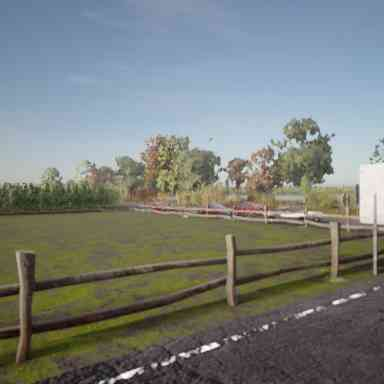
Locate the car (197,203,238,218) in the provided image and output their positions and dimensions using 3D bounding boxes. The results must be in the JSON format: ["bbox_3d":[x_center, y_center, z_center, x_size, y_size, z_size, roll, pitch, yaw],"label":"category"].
[{"bbox_3d":[2.348,1.881,35.120,1.812,1.442,4.674,-1,0,-34],"label":"car"}]

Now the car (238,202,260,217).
[{"bbox_3d":[5.703,1.831,35.348,1.812,1.442,4.674,-1,0,-35],"label":"car"}]

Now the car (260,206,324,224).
[{"bbox_3d":[8.109,1.817,26.803,1.895,1.301,4.718,-1,0,-35],"label":"car"}]

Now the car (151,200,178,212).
[{"bbox_3d":[-3.514,1.979,44.588,1.882,1.535,5.008,-1,0,-28],"label":"car"}]

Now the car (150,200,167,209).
[{"bbox_3d":[-5.997,2.133,58.700,2.128,1.511,4.902,-1,0,-16],"label":"car"}]
